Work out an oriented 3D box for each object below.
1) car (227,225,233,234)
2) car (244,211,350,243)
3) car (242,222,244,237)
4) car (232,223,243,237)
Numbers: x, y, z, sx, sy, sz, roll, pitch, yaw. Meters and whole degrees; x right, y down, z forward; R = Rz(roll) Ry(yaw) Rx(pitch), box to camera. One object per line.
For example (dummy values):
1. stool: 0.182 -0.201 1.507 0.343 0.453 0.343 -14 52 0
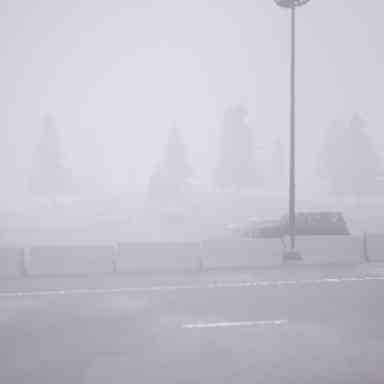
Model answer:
1. car: 5.579 3.092 29.752 5.008 1.535 1.882 -2 -3 -2
2. car: 6.190 2.184 19.306 5.566 2.045 2.150 -2 -3 -2
3. car: 5.929 2.745 22.769 4.181 1.385 1.994 -2 -3 -2
4. car: 6.010 2.894 26.272 4.892 1.490 1.837 -2 -3 -2
